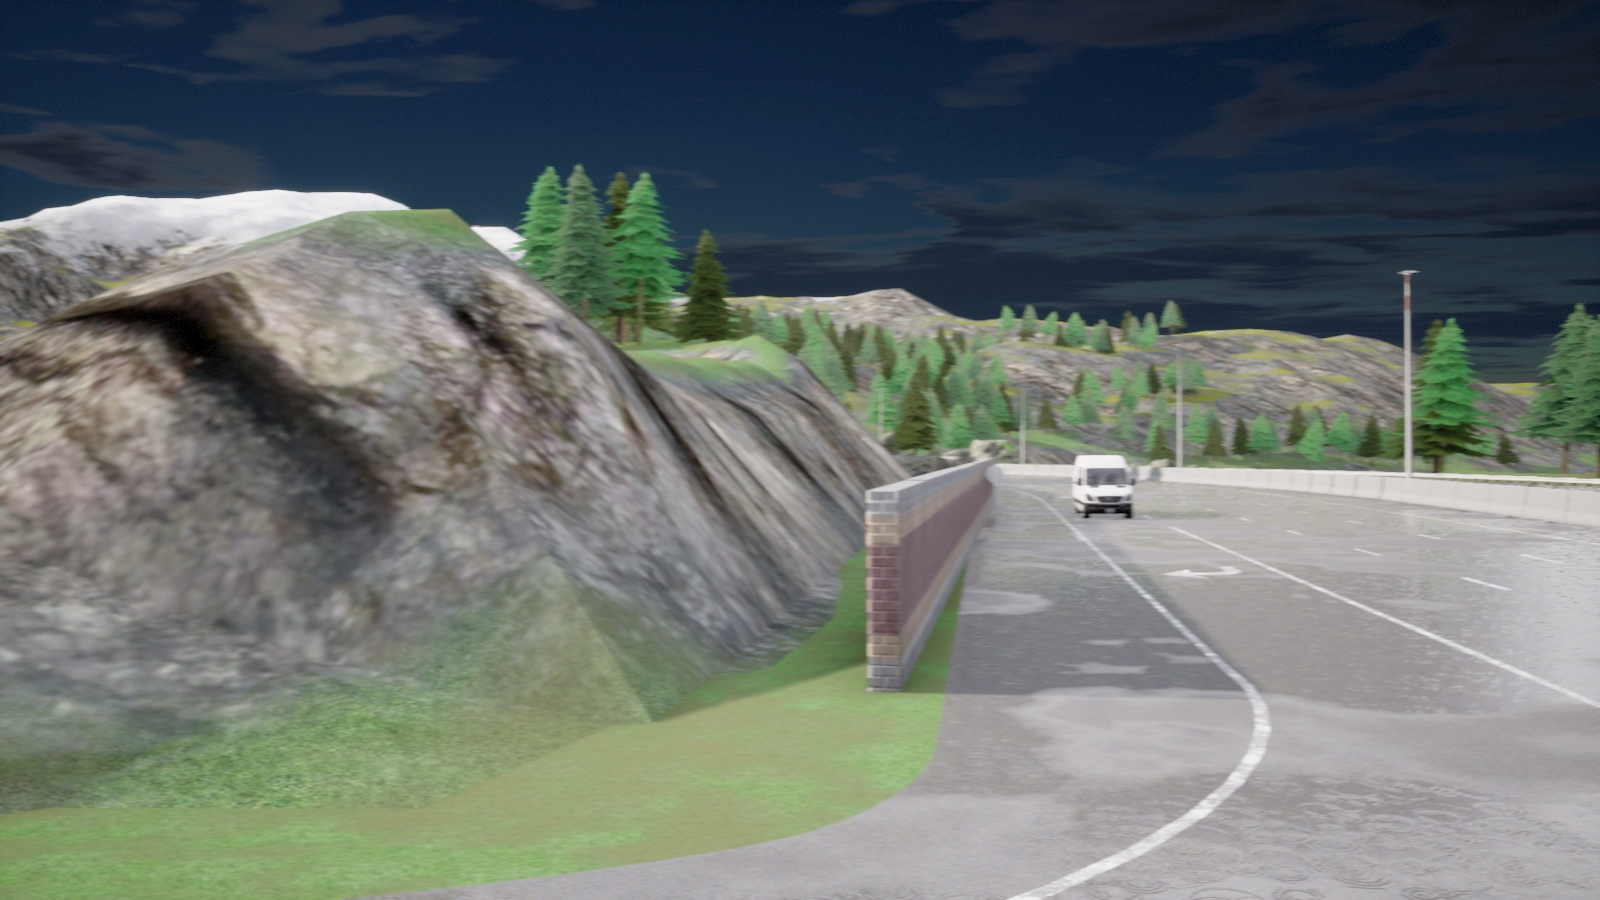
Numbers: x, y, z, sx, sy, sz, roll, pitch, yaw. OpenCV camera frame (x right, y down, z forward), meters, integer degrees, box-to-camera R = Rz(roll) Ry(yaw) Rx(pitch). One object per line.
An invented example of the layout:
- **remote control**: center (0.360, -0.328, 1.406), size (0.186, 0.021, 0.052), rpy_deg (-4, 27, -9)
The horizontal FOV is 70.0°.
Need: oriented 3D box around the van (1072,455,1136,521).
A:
- **van**: center (12.703, 1.506, 48.037), size (1.988, 2.561, 5.915), rpy_deg (-1, 0, 9)
